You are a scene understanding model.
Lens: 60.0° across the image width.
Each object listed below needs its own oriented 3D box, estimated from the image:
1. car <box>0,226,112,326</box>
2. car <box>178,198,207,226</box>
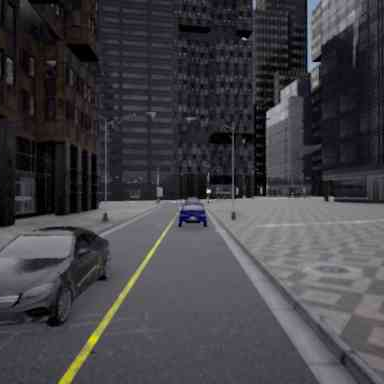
[{"bbox_3d":[-3.043,1.522,7.207,1.812,1.442,4.674,0,0,0],"label":"car"},{"bbox_3d":[0.067,1.479,23.332,1.882,1.535,5.008,0,0,0],"label":"car"}]
